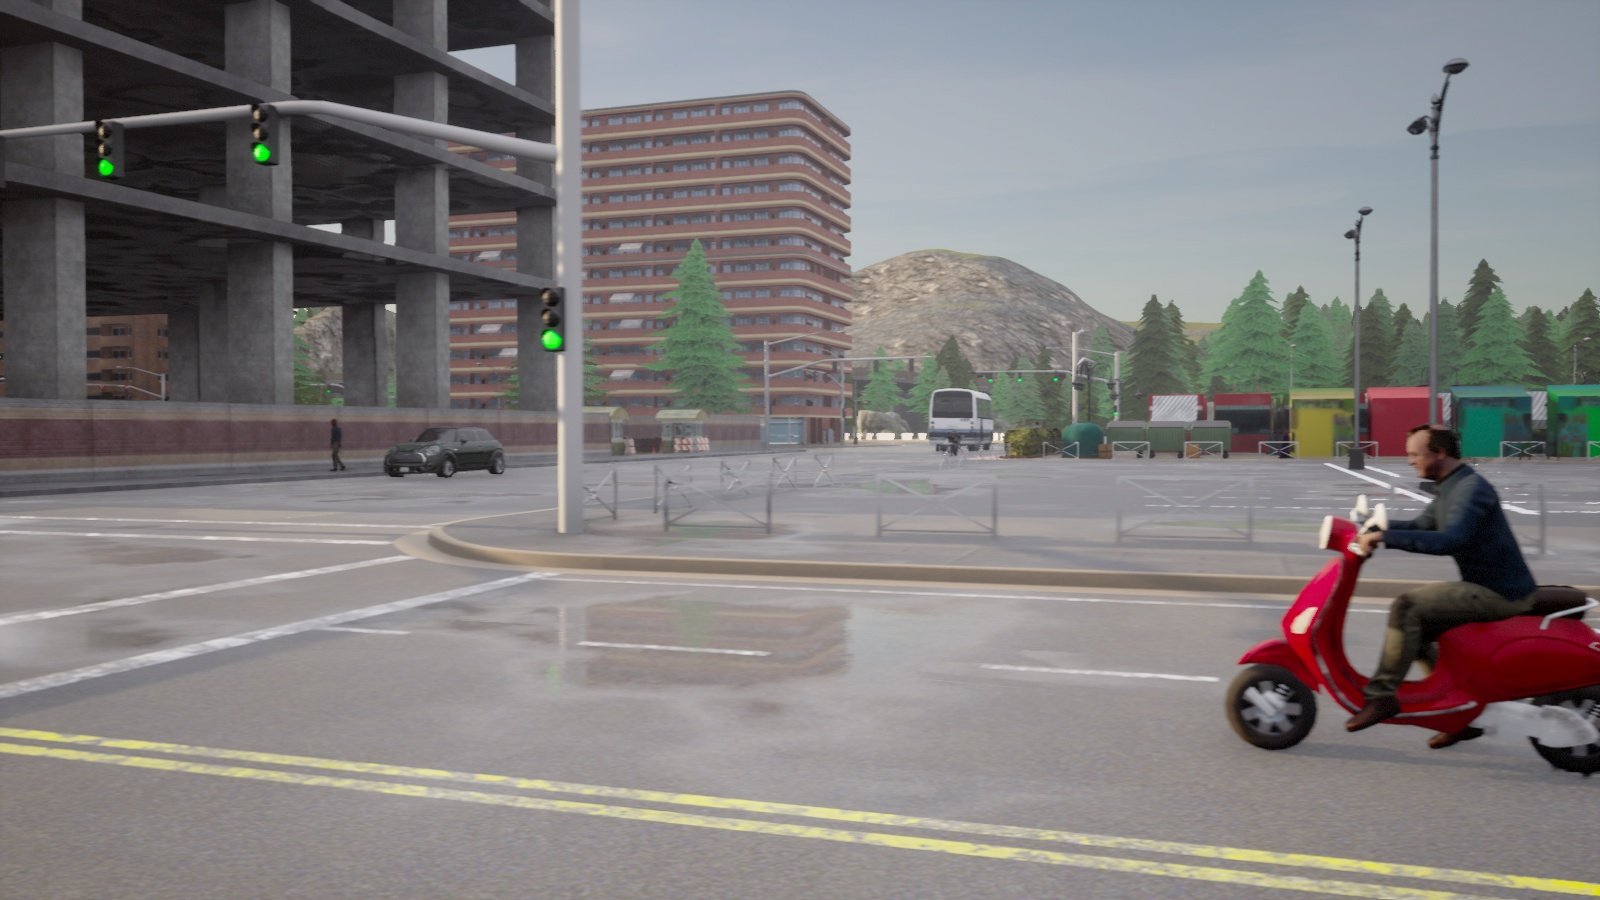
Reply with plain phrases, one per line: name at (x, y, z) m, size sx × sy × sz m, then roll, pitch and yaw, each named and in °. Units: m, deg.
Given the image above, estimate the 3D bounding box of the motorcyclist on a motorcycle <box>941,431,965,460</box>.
motorcyclist on a motorcycle at (8.387, -0.267, 68.929) m, size 0.866 × 1.530 × 2.191 m, roll 1°, pitch 1°, yaw 19°

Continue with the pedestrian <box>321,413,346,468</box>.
pedestrian at (-15.771, -0.315, 42.455) m, size 0.726 × 1.835 × 0.370 m, roll -1°, pitch 1°, yaw -42°

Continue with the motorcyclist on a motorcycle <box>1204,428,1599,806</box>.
motorcyclist on a motorcycle at (2.872, 0.696, 5.911) m, size 1.817 × 1.590 × 0.866 m, roll 1°, pitch 1°, yaw 19°

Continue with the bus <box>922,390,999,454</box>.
bus at (11.580, -1.965, 89.622) m, size 3.944 × 4.253 × 10.273 m, roll 1°, pitch 1°, yaw 15°

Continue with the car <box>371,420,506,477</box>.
car at (-11.862, -0.081, 41.561) m, size 2.097 × 1.767 × 4.553 m, roll 1°, pitch 1°, yaw 19°
